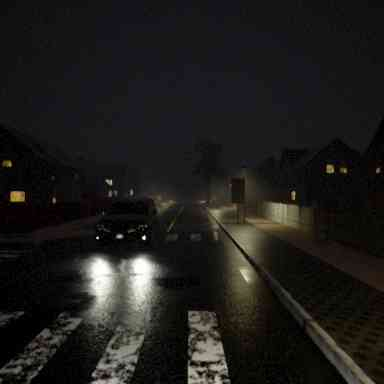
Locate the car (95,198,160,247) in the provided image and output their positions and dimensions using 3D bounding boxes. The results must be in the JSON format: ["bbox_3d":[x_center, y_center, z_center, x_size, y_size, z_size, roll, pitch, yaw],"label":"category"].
[{"bbox_3d":[-2.760,1.332,15.443,2.150,2.045,5.566,0,0,0],"label":"car"}]
